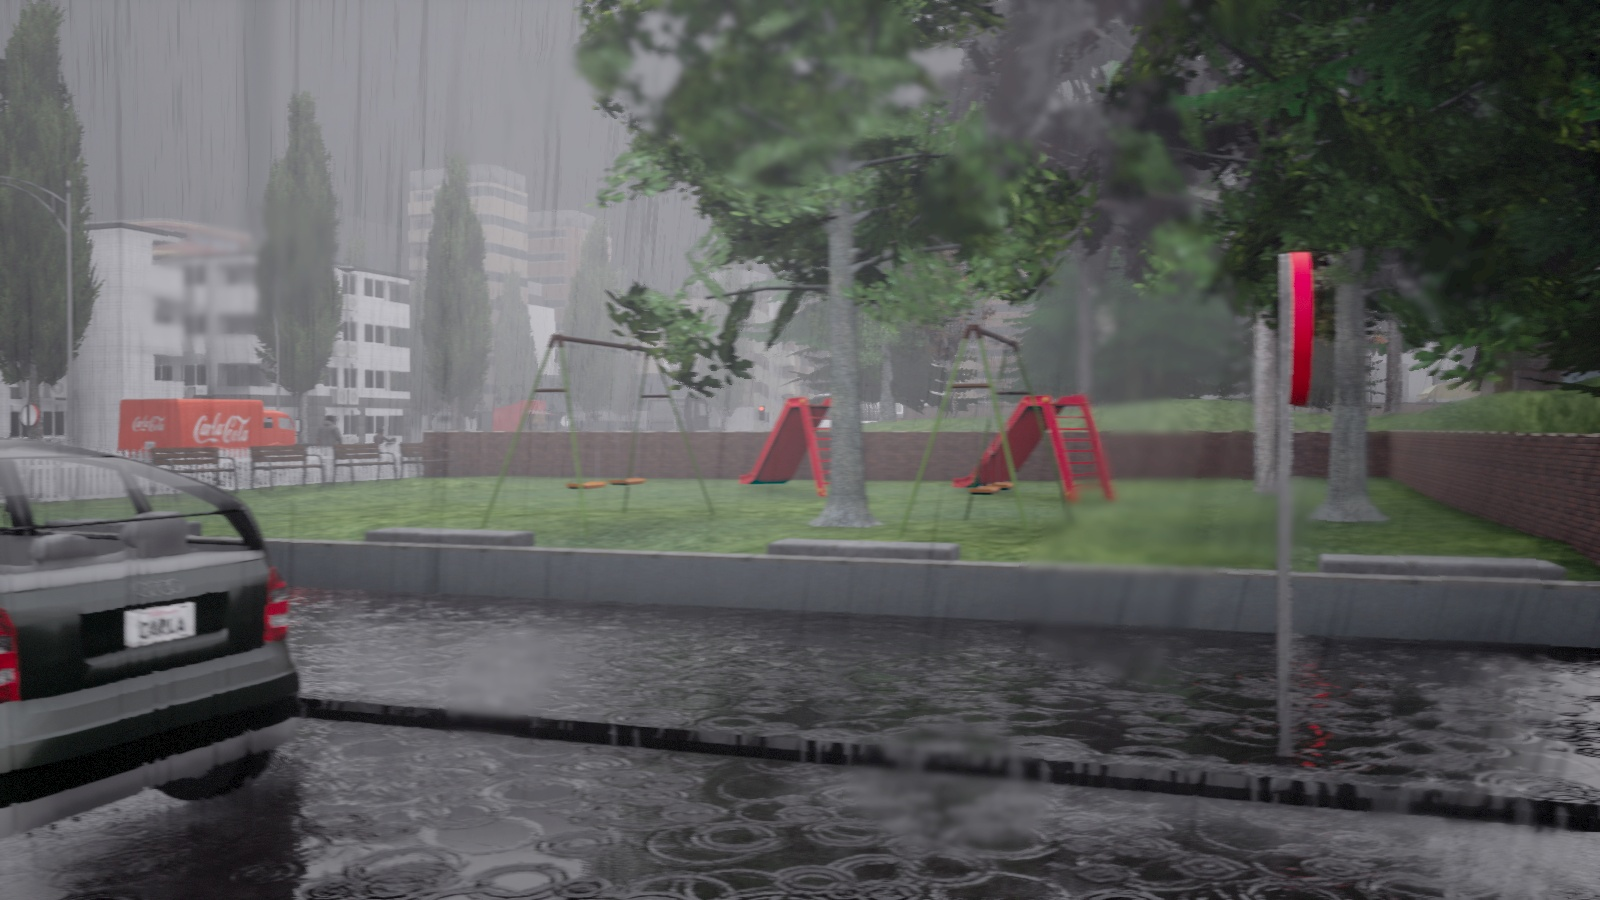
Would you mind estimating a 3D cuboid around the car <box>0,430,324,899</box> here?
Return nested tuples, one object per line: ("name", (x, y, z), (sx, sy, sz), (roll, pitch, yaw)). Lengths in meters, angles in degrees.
("car", (-4.069, 0.690, 5.089), (3.705, 1.549, 1.789), (1, 1, 19))

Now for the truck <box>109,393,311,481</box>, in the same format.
("truck", (-17.661, -0.422, 37.941), (2.627, 2.467, 5.204), (1, 1, 19))

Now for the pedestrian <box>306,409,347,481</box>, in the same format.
("pedestrian", (-13.109, -0.142, 34.784), (0.659, 1.952, 0.873), (1, 1, 20))

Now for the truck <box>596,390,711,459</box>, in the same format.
("truck", (-7.704, -1.351, 67.413), (2.891, 3.462, 7.936), (1, 1, 20))
